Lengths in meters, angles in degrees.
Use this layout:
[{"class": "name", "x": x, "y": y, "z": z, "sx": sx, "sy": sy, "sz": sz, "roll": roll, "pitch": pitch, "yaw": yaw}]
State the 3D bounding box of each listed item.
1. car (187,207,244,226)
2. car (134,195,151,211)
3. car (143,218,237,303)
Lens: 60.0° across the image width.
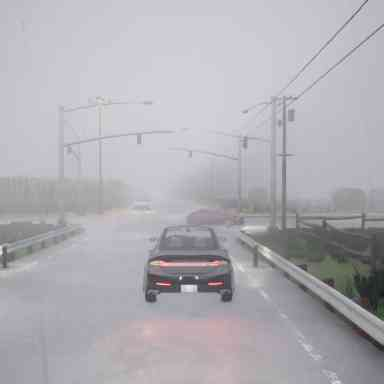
[{"class": "car", "x": 1.681, "y": 1.811, "z": 24.246, "sx": 4.181, "sy": 1.385, "sz": 1.994, "roll": 1, "pitch": 2, "yaw": 21}, {"class": "car", "x": -6.088, "y": 1.475, "z": 40.804, "sx": 1.812, "sy": 1.442, "sz": 4.674, "roll": 0, "pitch": 1, "yaw": -7}, {"class": "car", "x": -0.095, "y": 1.614, "z": 8.487, "sx": 2.128, "sy": 1.511, "sz": 4.902, "roll": 0, "pitch": -2, "yaw": -1}]
